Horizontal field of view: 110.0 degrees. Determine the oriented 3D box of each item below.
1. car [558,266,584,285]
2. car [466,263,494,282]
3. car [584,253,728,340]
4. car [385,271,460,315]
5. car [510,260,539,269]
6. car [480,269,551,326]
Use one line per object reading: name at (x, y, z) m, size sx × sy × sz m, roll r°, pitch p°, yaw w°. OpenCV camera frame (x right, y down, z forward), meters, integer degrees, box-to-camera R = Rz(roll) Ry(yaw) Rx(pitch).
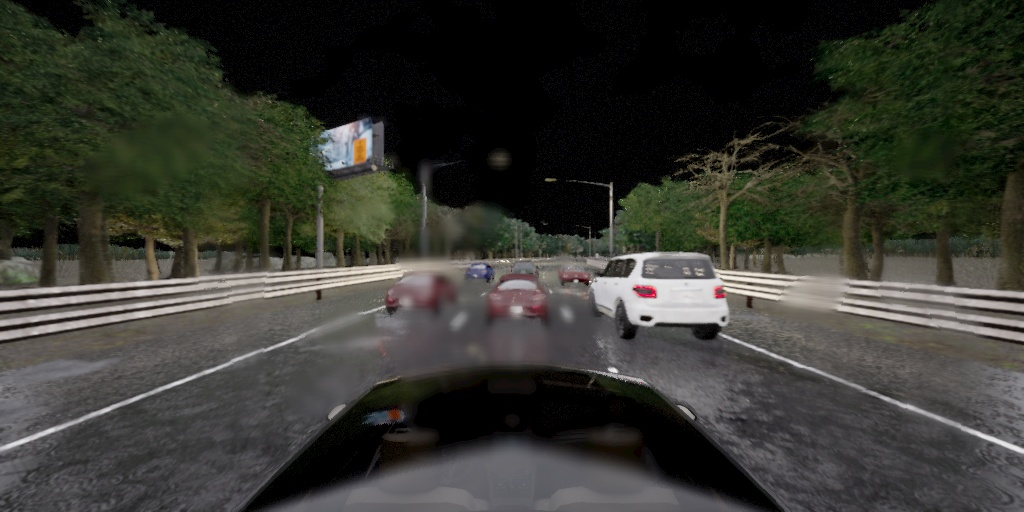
car at (4.355, 1.373, 25.786) m, size 1.895 × 1.301 × 4.718 m, roll 0°, pitch 0°, yaw 4°
car at (-2.458, 1.290, 28.581) m, size 1.812 × 1.442 × 4.674 m, roll 0°, pitch 0°, yaw 4°
car at (3.681, 0.973, 10.106) m, size 2.150 × 2.045 × 5.566 m, roll 0°, pitch -1°, yaw 1°
car at (-3.208, 1.277, 13.459) m, size 1.812 × 1.442 × 4.674 m, roll 0°, pitch 0°, yaw 2°
car at (0.943, 1.119, 27.081) m, size 2.097 × 1.767 × 4.553 m, roll 0°, pitch 0°, yaw 4°
car at (0.226, 1.283, 11.638) m, size 1.812 × 1.442 × 4.674 m, roll 0°, pitch -1°, yaw 2°
